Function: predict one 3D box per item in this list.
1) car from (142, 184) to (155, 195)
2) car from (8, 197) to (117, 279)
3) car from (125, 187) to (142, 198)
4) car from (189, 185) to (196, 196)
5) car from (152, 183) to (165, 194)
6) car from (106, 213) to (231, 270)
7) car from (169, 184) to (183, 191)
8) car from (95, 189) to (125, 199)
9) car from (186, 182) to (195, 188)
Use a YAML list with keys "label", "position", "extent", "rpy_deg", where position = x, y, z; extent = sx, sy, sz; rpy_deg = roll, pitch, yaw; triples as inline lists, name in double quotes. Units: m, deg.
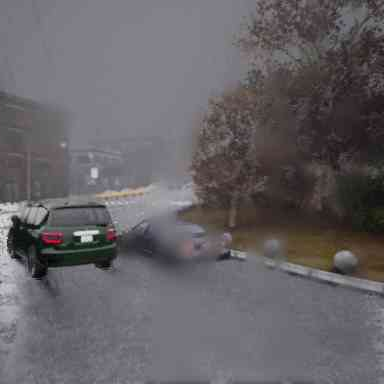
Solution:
- label: "car"
  position: [-9.398, -0.158, 62.128]
  extent: [1.946, 1.575, 5.366]
  rpy_deg: [-1, 3, 20]
- label: "car"
  position: [-4.340, 1.315, 10.732]
  extent: [2.150, 2.045, 5.566]
  rpy_deg: [0, 0, -37]
- label: "car"
  position: [-11.244, 0.158, 56.931]
  extent: [1.946, 1.575, 5.366]
  rpy_deg: [-1, 3, 20]
- label: "car"
  position: [1.693, -0.201, 58.135]
  extent: [1.882, 1.535, 5.008]
  rpy_deg: [-1, 3, 20]
- label: "car"
  position: [-7.462, -0.738, 67.580]
  extent: [2.435, 2.045, 5.566]
  rpy_deg: [-1, 3, 20]
- label: "car"
  position: [-0.952, 1.617, 11.452]
  extent: [2.033, 1.411, 5.357]
  rpy_deg: [0, 0, -34]
- label: "car"
  position: [-3.769, -1.090, 77.989]
  extent: [2.163, 1.488, 4.792]
  rpy_deg: [-1, 3, 20]
- label: "car"
  position: [-13.098, 0.477, 51.738]
  extent: [1.946, 1.575, 5.366]
  rpy_deg: [-1, 3, 20]
- label: "car"
  position: [-0.063, -1.753, 88.418]
  extent: [2.231, 1.521, 4.892]
  rpy_deg: [-1, 3, 20]
